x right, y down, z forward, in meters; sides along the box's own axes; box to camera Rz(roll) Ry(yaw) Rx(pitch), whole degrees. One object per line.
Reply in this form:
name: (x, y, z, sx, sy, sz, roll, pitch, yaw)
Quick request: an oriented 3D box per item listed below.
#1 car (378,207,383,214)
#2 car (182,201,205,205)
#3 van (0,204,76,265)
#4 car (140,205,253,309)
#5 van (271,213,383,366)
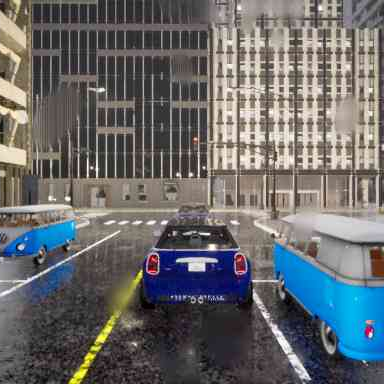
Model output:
car: (18.980, 1.490, 29.080, 4.829, 1.417, 1.752, 0, 0, 0)
car: (0.085, 1.359, 18.057, 2.097, 1.767, 4.553, 0, 0, 0)
van: (-5.335, 1.345, 11.325, 1.690, 1.788, 3.998, 0, 0, 0)
car: (0.083, 1.354, 8.031, 2.097, 1.767, 4.553, 0, 0, 0)
van: (2.558, 1.343, 5.658, 1.690, 1.788, 3.998, 0, 0, 0)
